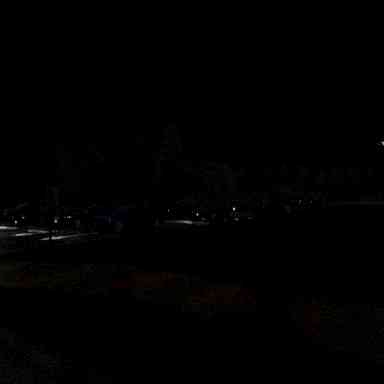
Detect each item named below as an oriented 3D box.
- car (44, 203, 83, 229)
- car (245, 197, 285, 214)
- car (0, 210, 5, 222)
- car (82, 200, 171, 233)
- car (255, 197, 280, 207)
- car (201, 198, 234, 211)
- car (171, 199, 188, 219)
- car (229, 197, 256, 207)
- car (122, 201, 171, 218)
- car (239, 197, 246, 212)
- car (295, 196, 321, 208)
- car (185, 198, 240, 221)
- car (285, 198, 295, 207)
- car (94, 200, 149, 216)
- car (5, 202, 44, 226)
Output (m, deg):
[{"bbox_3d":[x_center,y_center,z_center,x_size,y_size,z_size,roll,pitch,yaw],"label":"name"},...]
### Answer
[{"bbox_3d":[-6.725,1.491,21.938,2.128,1.511,4.902,0,0,36],"label":"car"},{"bbox_3d":[8.043,1.478,36.263,1.882,1.535,5.008,0,0,36],"label":"car"},{"bbox_3d":[-12.614,1.526,25.742,1.812,1.442,4.674,0,0,36],"label":"car"},{"bbox_3d":[-3.760,1.478,20.064,1.882,1.535,5.008,0,0,36],"label":"car"},{"bbox_3d":[12.321,1.615,53.873,2.033,1.411,5.357,0,0,36],"label":"car"},{"bbox_3d":[3.265,1.505,41.591,1.837,1.490,4.892,0,0,36],"label":"car"},{"bbox_3d":[-1.268,1.601,29.430,1.895,1.301,4.718,0,0,36],"label":"car"},{"bbox_3d":[8.330,1.548,54.376,2.033,1.411,5.357,0,0,37],"label":"car"},{"bbox_3d":[-4.174,1.601,31.387,1.895,1.301,4.718,0,0,36],"label":"car"},{"bbox_3d":[5.527,1.505,38.755,1.837,1.490,4.892,0,0,36],"label":"car"},{"bbox_3d":[17.218,1.351,48.736,2.097,1.767,4.553,0,0,36],"label":"car"},{"bbox_3d":[1.825,1.505,27.735,1.837,1.490,4.892,0,0,36],"label":"car"},{"bbox_3d":[14.987,1.566,51.594,1.994,1.385,4.181,0,0,36],"label":"car"},{"bbox_3d":[-6.970,1.547,33.492,2.033,1.411,5.357,0,0,36],"label":"car"},{"bbox_3d":[-9.817,1.547,23.637,2.033,1.411,5.357,0,0,36],"label":"car"}]
